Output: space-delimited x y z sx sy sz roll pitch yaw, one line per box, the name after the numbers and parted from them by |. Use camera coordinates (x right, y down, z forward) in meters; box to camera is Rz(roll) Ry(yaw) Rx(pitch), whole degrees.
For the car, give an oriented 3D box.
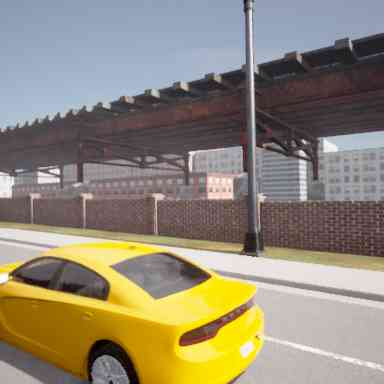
-1.468 1.481 4.866 5.008 1.535 1.882 0 0 34 | car
